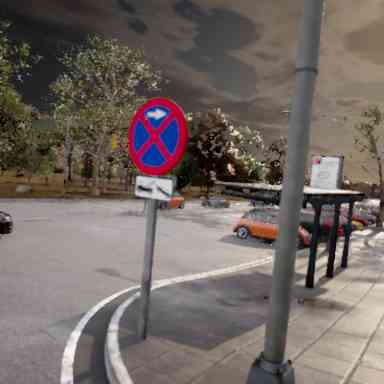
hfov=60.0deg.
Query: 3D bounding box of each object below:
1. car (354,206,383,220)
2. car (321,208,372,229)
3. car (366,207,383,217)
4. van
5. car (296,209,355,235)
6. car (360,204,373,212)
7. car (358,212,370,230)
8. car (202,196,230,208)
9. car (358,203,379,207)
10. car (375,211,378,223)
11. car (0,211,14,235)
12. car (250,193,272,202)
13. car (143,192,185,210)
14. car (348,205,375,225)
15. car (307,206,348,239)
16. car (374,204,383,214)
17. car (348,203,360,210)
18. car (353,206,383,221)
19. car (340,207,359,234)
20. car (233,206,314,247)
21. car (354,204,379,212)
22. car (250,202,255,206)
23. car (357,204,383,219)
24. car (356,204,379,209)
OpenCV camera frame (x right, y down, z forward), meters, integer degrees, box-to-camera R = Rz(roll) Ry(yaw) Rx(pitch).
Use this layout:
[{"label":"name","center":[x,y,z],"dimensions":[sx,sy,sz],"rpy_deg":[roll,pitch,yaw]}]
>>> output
[{"label":"car","center":[31.014,3.649,57.179],"dimensions":[5.366,1.575,1.946],"rpy_deg":[8,3,15]},{"label":"car","center":[17.288,2.937,37.596],"dimensions":[4.792,1.488,2.163],"rpy_deg":[8,3,15]},{"label":"car","center":[38.147,4.114,66.909],"dimensions":[5.008,1.535,2.097],"rpy_deg":[8,2,15]},{"label":"van","center":[6.649,2.135,22.985],"dimensions":[4.442,1.987,1.878],"rpy_deg":[8,3,16]},{"label":"car","center":[12.015,2.681,30.282],"dimensions":[4.674,1.452,2.002],"rpy_deg":[8,3,16]},{"label":"car","center":[44.168,3.978,83.993],"dimensions":[2.097,1.767,4.553],"rpy_deg":[8,3,35]},{"label":"car","center":[13.951,2.751,32.667],"dimensions":[5.366,1.575,1.946],"rpy_deg":[8,3,15]},{"label":"car","center":[3.030,1.235,41.446],"dimensions":[1.994,1.385,4.181],"rpy_deg":[8,3,35]},{"label":"car","center":[26.032,3.124,49.795],"dimensions":[5.566,2.045,2.435],"rpy_deg":[8,3,15]},{"label":"car","center":[19.010,2.996,40.034],"dimensions":[4.892,1.521,2.231],"rpy_deg":[8,3,15]},{"label":"car","center":[-8.578,0.782,11.049],"dimensions":[2.128,1.511,4.902],"rpy_deg":[6,0,38]},{"label":"car","center":[11.380,1.314,53.051],"dimensions":[2.150,2.045,5.566],"rpy_deg":[8,4,36]},{"label":"car","center":[-2.717,0.733,33.437],"dimensions":[2.097,1.767,4.553],"rpy_deg":[8,3,36]},{"label":"car","center":[15.577,2.572,35.139],"dimensions":[5.566,2.045,2.435],"rpy_deg":[8,3,15]},{"label":"car","center":[8.506,2.212,25.389],"dimensions":[5.566,2.045,2.435],"rpy_deg":[8,3,16]},{"label":"car","center":[46.920,4.375,79.105],"dimensions":[5.566,2.045,2.435],"rpy_deg":[8,3,15]},{"label":"car","center":[41.721,3.754,85.718],"dimensions":[1.882,1.535,5.008],"rpy_deg":[8,3,35]},{"label":"car","center":[29.631,3.594,54.645],"dimensions":[5.366,1.575,1.946],"rpy_deg":[8,3,15]},{"label":"car","center":[10.325,2.308,27.818],"dimensions":[5.566,2.045,2.435],"rpy_deg":[8,3,16]},{"label":"car","center":[4.930,2.153,20.550],"dimensions":[4.553,1.767,2.185],"rpy_deg":[8,3,16]},{"label":"car","center":[20.792,2.964,42.463],"dimensions":[4.553,1.767,2.185],"rpy_deg":[8,3,15]},{"label":"car","center":[7.446,2.055,32.555],"dimensions":[1.837,1.490,4.892],"rpy_deg":[8,3,36]},{"label":"car","center":[32.935,3.532,59.565],"dimensions":[5.566,2.045,2.435],"rpy_deg":[8,3,15]},{"label":"car","center":[22.475,3.048,44.929],"dimensions":[4.553,1.767,2.185],"rpy_deg":[8,3,15]}]
